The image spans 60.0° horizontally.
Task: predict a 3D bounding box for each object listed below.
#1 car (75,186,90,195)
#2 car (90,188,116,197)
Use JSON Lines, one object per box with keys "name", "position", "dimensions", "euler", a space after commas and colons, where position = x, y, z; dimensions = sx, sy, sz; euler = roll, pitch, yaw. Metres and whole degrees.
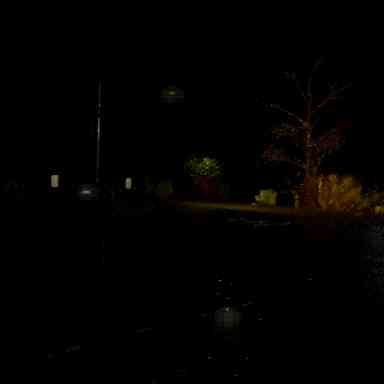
{"name": "car", "position": [-19.217, -0.323, 58.761], "dimensions": [2.128, 1.511, 4.902], "euler": [1, 1, -36]}
{"name": "car", "position": [-13.402, 0.108, 50.662], "dimensions": [1.895, 1.301, 4.718], "euler": [1, 1, -36]}
